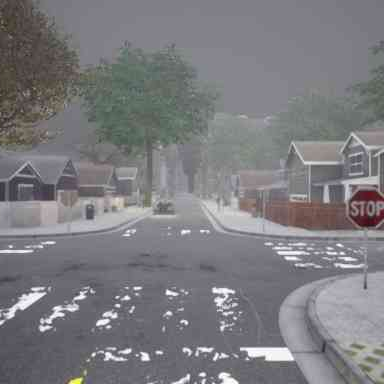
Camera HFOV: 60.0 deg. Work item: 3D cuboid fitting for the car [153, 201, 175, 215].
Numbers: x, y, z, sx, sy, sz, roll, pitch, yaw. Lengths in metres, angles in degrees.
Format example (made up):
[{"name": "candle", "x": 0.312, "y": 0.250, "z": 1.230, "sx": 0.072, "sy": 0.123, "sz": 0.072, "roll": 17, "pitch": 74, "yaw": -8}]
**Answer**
[{"name": "car", "x": -2.753, "y": 1.564, "z": 33.650, "sx": 1.994, "sy": 1.385, "sz": 4.181, "roll": 0, "pitch": 0, "yaw": 0}]
